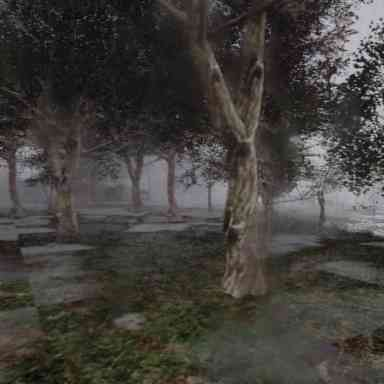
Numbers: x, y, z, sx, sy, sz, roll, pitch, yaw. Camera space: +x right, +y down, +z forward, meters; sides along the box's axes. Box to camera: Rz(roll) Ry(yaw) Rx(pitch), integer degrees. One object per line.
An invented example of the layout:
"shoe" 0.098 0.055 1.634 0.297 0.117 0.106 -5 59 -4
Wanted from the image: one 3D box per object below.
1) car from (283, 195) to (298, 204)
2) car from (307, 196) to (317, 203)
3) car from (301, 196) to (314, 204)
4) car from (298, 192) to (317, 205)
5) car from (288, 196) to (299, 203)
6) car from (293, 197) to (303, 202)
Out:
"car" 18.192 1.394 62.222 1.882 1.535 5.008 1 -1 22
"car" 29.810 1.879 82.723 2.128 1.511 4.902 1 -1 22
"car" 21.935 1.563 62.861 2.033 1.411 5.357 1 -1 22
"car" 18.359 0.998 52.764 2.150 2.045 5.566 1 -1 18
"car" 22.230 1.605 72.422 1.882 1.535 5.008 1 -1 22
"car" 26.646 1.868 83.562 1.895 1.301 4.718 1 -1 22
